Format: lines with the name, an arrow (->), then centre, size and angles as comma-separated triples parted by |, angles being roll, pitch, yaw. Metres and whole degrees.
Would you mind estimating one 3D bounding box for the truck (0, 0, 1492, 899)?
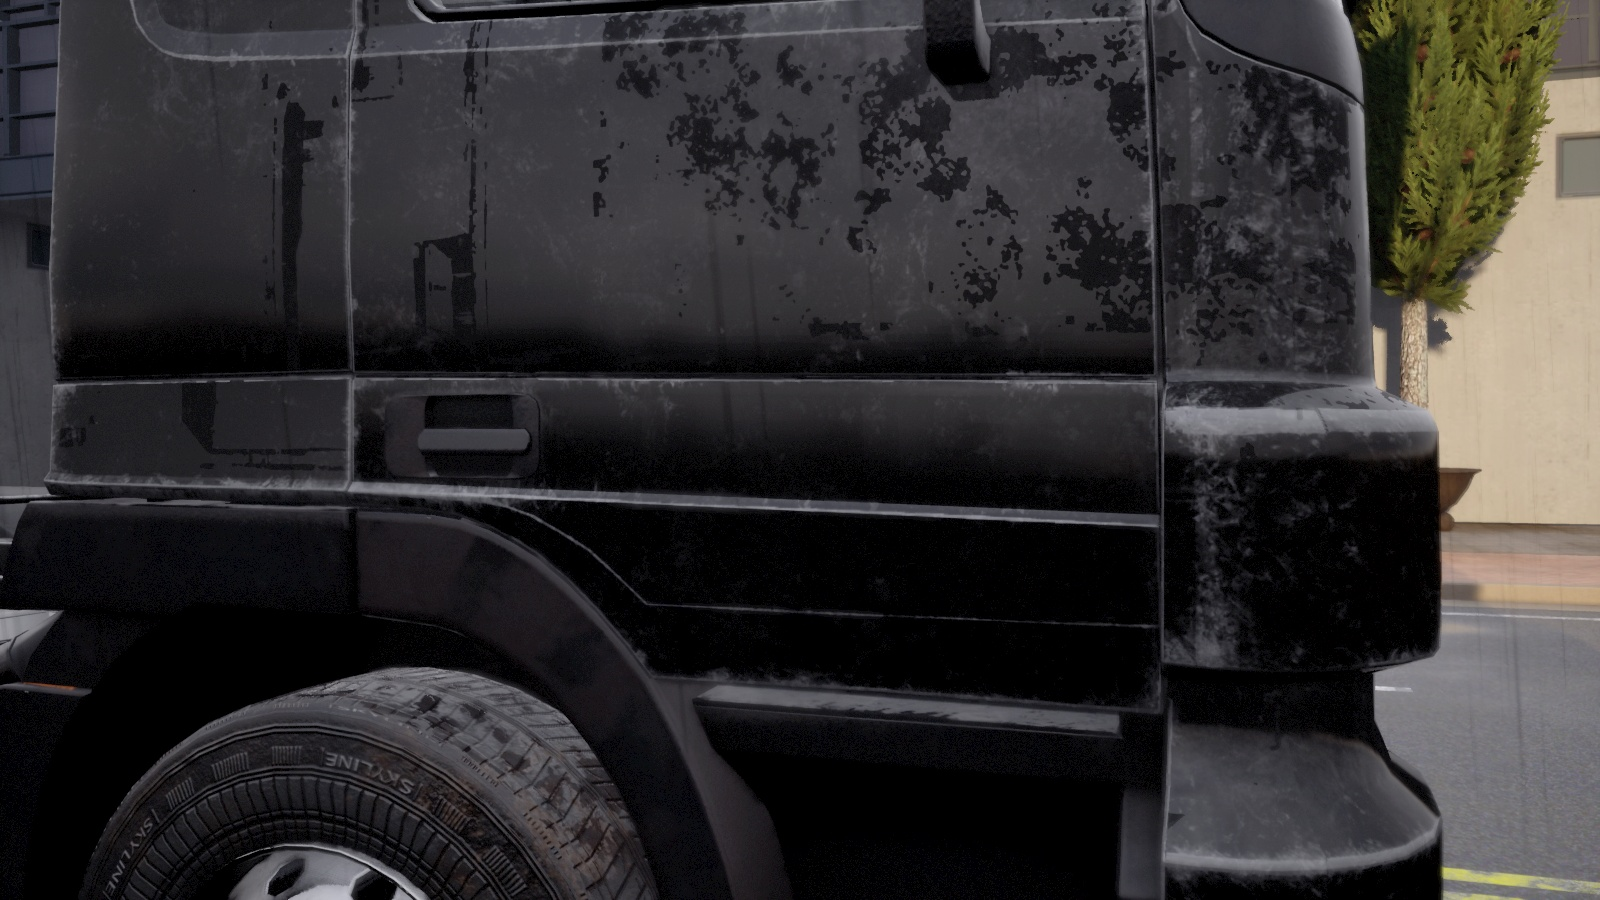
truck -> -2.510, -0.230, 4.057 | 7.936, 3.462, 2.891 | 1, 1, 19
